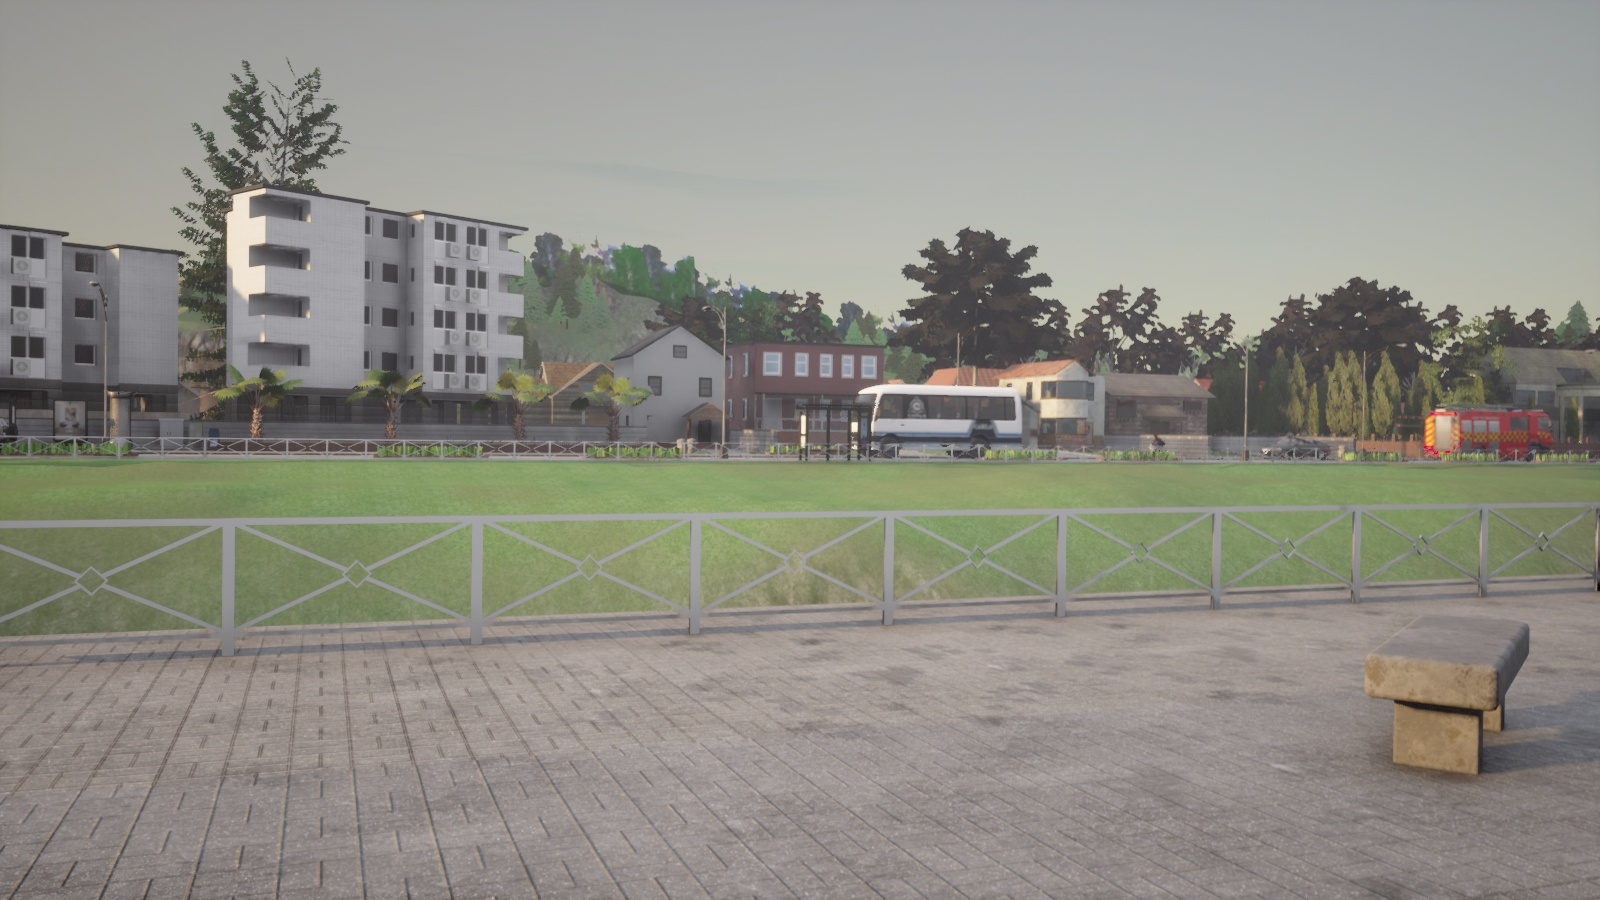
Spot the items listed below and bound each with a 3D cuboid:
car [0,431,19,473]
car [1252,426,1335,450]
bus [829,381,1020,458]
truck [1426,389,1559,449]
[{"bbox_3d":[-37.447,0.088,55.567,4.605,1.855,1.932,-1,1,-21],"label":"car"},{"bbox_3d":[32.238,-0.817,82.016,4.902,1.511,2.128,-1,1,-21],"label":"car"},{"bbox_3d":[7.193,-1.774,72.495,10.273,4.253,3.944,-1,1,-21],"label":"bus"},{"bbox_3d":[45.693,-2.073,82.830,8.468,3.827,2.891,-1,1,-21],"label":"truck"}]
